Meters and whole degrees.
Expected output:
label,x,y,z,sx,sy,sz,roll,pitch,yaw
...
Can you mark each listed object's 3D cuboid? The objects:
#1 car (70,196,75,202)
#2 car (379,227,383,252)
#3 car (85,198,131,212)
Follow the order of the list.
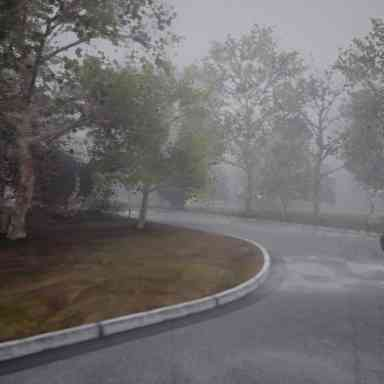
label,x,y,z,sx,sy,sz,roll,pitch,yaw
car,-15.494,0.635,37.304,5.566,2.045,2.150,1,-1,1
car,8.280,1.601,9.840,1.837,1.490,4.892,0,1,-36
car,-8.382,1.084,32.271,5.357,1.411,2.033,2,-1,36
